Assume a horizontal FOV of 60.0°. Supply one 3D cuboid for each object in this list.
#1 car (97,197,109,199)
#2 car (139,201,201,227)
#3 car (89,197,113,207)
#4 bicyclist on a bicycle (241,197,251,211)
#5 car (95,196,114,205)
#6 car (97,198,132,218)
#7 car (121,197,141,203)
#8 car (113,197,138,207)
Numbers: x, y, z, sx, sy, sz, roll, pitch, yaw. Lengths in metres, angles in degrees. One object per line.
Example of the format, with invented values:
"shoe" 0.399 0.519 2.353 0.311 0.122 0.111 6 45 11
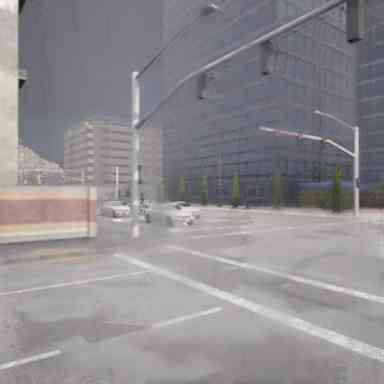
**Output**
"car" -13.386 1.391 45.753 2.097 1.767 4.553 0 0 -35
"car" -1.672 1.553 23.505 1.812 1.442 4.674 0 0 -36
"car" -14.823 1.595 53.952 2.033 1.411 5.357 0 0 -35
"bicyclist on a bicycle" 6.355 1.358 38.842 1.656 1.620 0.582 0 0 -36
"car" -16.418 1.582 62.208 1.812 1.442 4.674 0 0 -36
"car" -7.000 1.555 30.889 1.812 1.442 4.674 0 0 -36
"car" -6.303 1.541 35.909 1.837 1.490 4.892 0 0 -36
"car" -10.986 1.545 54.704 2.128 1.511 4.902 0 0 -36
